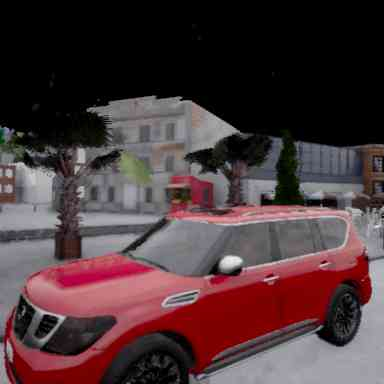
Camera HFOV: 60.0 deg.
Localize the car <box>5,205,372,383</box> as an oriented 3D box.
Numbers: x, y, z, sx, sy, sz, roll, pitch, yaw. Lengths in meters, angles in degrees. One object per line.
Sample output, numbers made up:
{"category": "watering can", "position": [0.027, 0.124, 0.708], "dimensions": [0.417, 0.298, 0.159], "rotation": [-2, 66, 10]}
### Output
{"category": "car", "position": [0.442, 1.252, 4.921], "dimensions": [5.566, 2.045, 2.150], "rotation": [1, 0, -36]}
